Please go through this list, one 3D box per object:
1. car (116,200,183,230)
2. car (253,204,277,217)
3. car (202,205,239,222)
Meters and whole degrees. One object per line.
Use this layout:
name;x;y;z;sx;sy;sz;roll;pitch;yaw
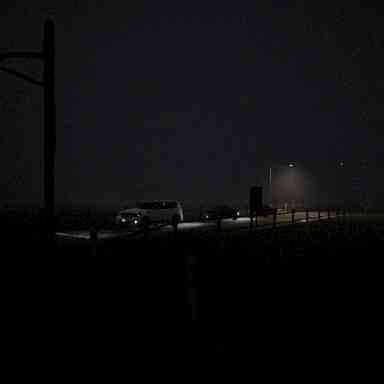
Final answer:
car;-2.973;1.608;24.612;2.150;2.045;5.566;0;-1;36
car;8.869;2.266;40.782;2.128;1.511;4.902;0;-1;36
car;2.841;2.067;32.552;2.128;1.511;4.902;0;-1;36
